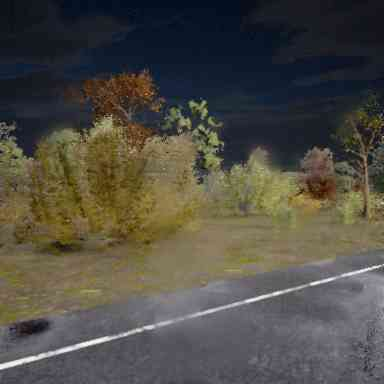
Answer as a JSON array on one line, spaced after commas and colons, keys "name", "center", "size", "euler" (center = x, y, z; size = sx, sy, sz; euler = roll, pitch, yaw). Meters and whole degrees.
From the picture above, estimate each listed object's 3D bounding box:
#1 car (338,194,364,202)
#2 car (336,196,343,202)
[{"name": "car", "center": [36.171, 1.331, 75.561], "size": [2.128, 1.511, 4.902], "euler": [0, 0, -37]}, {"name": "car", "center": [29.810, 1.168, 72.368], "size": [2.097, 1.767, 4.553], "euler": [0, 0, -37]}]
